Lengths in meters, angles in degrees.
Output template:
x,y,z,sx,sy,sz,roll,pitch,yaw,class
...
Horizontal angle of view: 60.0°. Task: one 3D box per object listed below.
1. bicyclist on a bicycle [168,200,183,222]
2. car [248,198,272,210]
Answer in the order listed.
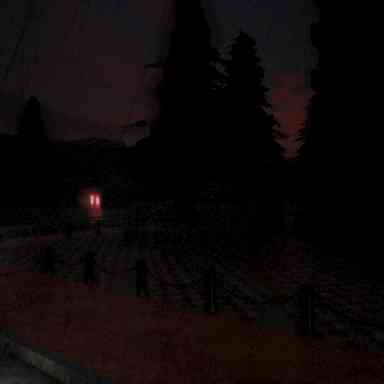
x,y,z,sx,sy,sz,roll,pitch,yaw,class
-1.172,1.425,24.319,1.656,1.620,0.582,-1,0,35,bicyclist on a bicycle
9.514,1.632,46.386,1.882,1.535,5.008,-1,0,35,car
